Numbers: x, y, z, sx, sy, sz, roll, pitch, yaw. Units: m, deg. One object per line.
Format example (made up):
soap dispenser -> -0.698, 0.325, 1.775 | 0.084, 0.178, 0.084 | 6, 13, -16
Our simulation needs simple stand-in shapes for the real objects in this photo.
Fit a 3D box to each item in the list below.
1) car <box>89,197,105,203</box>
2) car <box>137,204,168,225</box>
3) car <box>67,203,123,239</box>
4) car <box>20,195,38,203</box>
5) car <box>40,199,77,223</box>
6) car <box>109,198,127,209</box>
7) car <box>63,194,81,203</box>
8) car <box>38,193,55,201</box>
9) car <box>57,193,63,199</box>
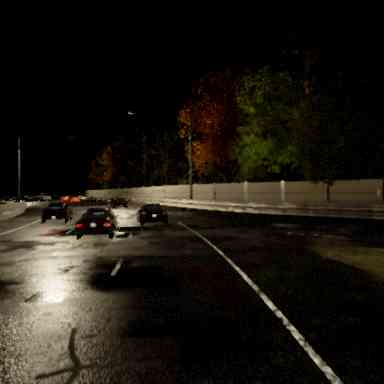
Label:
car -> -16.949, 1.583, 59.051 | 2.128, 1.511, 4.902 | 0, 0, -32
car -> -2.975, 1.575, 24.529 | 1.994, 1.385, 4.181 | 0, 0, -13
car -> -4.988, 1.574, 17.778 | 2.033, 1.411, 5.357 | 0, 0, -10
car -> -36.304, 1.555, 72.880 | 4.902, 1.511, 2.128 | 0, 0, 44
car -> -10.423, 1.565, 25.975 | 1.837, 1.490, 4.892 | 0, 0, -14
car -> -10.390, 1.557, 46.436 | 1.837, 1.490, 4.892 | 0, 0, -25
car -> -25.634, 1.499, 71.810 | 2.097, 1.767, 4.553 | 0, 0, -34
car -> -33.777, 1.237, 75.297 | 5.566, 2.045, 2.150 | 0, 0, 44
car -> -29.289, 1.336, 77.410 | 2.097, 1.767, 4.553 | 0, 0, -30
